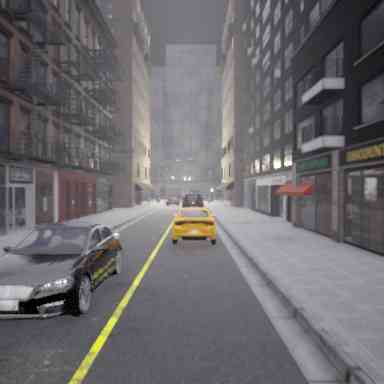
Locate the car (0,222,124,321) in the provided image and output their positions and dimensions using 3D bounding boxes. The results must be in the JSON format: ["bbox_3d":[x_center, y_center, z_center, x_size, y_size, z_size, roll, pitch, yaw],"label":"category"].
[{"bbox_3d":[-2.852,1.484,7.576,2.128,1.511,4.902,0,0,0],"label":"car"}]

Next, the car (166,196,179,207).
[{"bbox_3d":[-2.835,1.398,49.380,1.812,1.442,4.674,0,0,0],"label":"car"}]

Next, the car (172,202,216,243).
[{"bbox_3d":[0.097,1.457,15.938,1.882,1.535,5.008,0,0,0],"label":"car"}]

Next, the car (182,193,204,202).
[{"bbox_3d":[0.094,1.150,34.934,2.150,2.045,5.566,0,0,0],"label":"car"}]
